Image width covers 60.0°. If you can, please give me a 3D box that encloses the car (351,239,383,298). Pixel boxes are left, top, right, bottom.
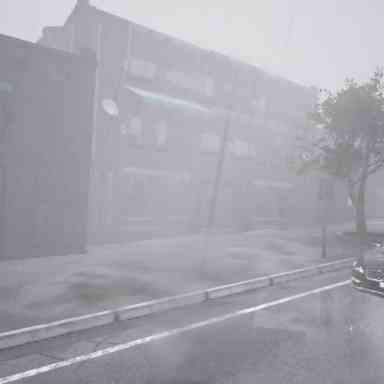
[{"bbox_3d":[5.599,1.502,7.659,4.892,1.490,1.837,0,0,-35],"label":"car"}]
